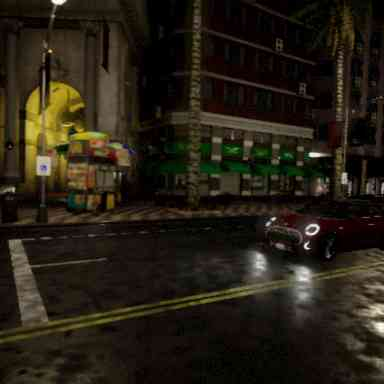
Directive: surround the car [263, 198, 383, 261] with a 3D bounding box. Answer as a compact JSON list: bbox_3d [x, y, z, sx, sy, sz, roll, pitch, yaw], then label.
[{"bbox_3d":[4.506,0.991,10.725,4.553,1.767,2.097,0,3,-30],"label":"car"}]
